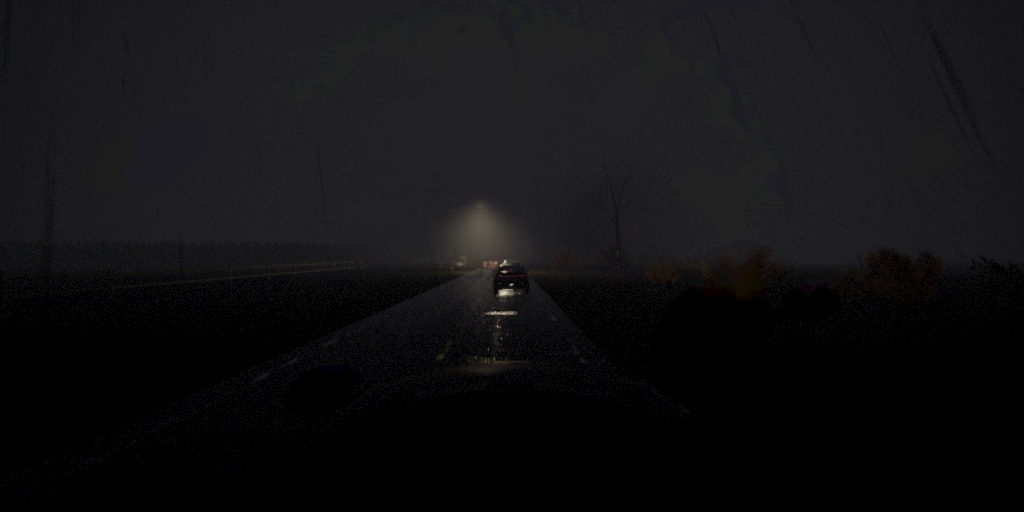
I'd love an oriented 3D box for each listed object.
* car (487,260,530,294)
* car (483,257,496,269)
[{"bbox_3d":[-0.045,1.182,19.927,2.128,1.511,4.902,0,0,0],"label":"car"},{"bbox_3d":[-3.145,0.957,53.396,2.097,1.767,4.553,0,0,0],"label":"car"}]
